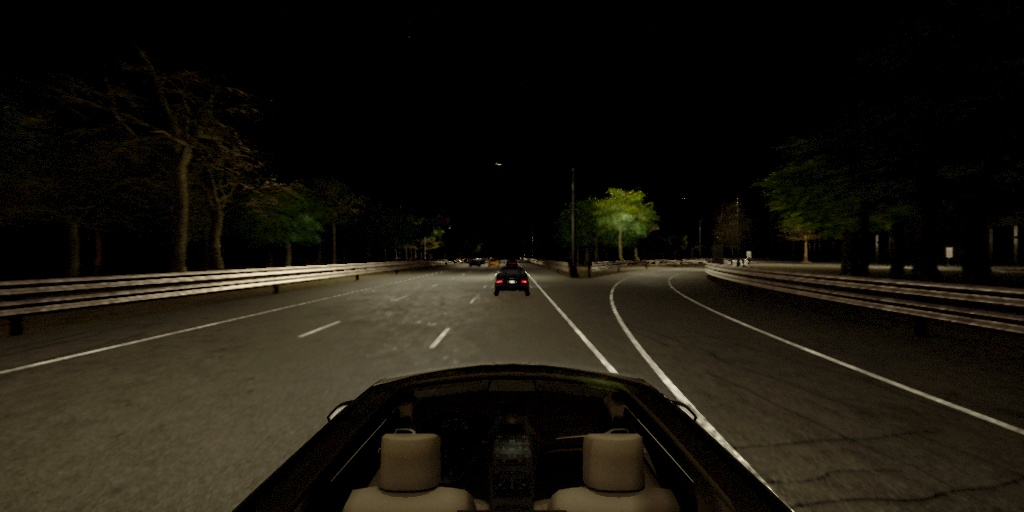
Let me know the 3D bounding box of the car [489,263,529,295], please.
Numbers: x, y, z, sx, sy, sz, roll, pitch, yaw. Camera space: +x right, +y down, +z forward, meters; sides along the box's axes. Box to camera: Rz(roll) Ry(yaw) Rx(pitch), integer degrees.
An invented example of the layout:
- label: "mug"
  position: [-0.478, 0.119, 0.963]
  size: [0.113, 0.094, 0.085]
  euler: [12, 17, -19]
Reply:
- label: "car"
  position: [-0.006, 1.298, 19.907]
  size: [2.033, 1.411, 5.357]
  euler: [0, 0, 0]

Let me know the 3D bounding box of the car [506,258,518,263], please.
- label: "car"
  position: [-0.021, 1.302, 58.288]
  size: [1.837, 1.490, 4.892]
  euler: [0, 0, 0]
